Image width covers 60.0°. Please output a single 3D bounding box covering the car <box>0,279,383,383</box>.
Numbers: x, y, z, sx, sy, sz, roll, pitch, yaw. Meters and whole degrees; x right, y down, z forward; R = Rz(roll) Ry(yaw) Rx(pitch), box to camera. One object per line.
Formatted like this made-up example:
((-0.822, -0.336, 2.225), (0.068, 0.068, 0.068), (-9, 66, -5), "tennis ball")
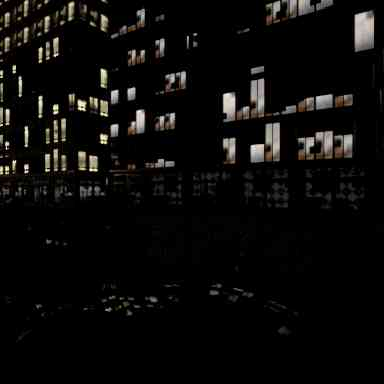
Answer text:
((-0.441, 1.566, 3.184), (4.313, 1.339, 1.947), (0, 0, 36), "car")
